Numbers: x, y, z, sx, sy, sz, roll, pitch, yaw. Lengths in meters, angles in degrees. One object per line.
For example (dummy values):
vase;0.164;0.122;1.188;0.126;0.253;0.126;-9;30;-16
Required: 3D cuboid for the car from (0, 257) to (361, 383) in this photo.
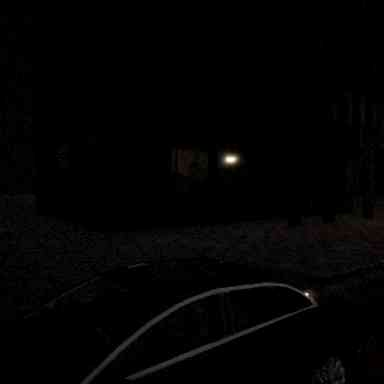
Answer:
car;-0.355;1.485;3.116;4.902;1.511;2.128;0;0;-35
